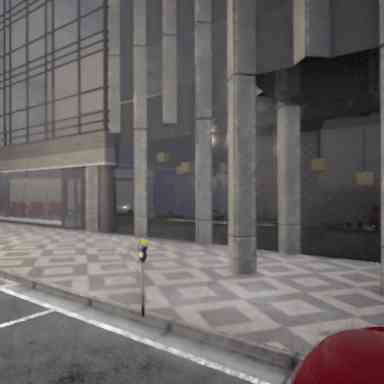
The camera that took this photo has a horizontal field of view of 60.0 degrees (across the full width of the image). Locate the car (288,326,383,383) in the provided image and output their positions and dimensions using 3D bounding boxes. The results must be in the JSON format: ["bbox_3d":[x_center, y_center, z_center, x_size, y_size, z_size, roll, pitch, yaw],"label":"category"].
[{"bbox_3d":[2.706,1.323,0.928,5.009,1.841,2.192,0,0,36],"label":"car"}]
